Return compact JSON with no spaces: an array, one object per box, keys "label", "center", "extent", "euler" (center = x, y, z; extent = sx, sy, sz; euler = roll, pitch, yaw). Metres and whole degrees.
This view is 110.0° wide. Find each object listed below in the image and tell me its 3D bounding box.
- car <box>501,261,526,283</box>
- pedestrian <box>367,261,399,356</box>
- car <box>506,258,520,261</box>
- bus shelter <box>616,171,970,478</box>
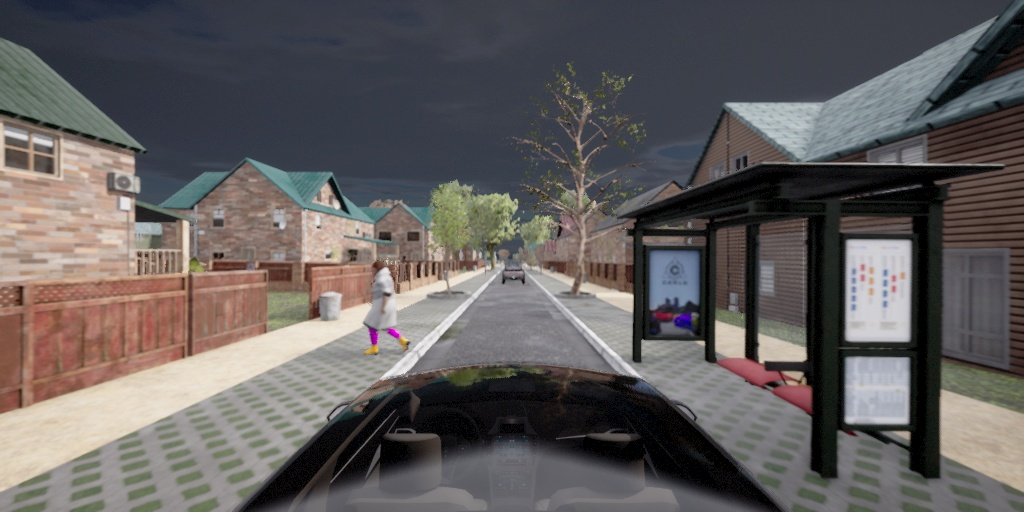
[{"label":"car","center":[0.124,1.465,30.067],"extent":[2.128,1.511,4.902],"euler":[0,0,0]},{"label":"pedestrian","center":[-2.457,0.929,6.831],"extent":[0.375,1.860,0.375],"euler":[-1,0,0]},{"label":"car","center":[0.146,1.329,45.130],"extent":[2.150,2.045,5.566],"euler":[0,0,0]},{"label":"bus shelter","center":[3.013,0.650,5.065],"extent":[1.920,2.740,3.880],"euler":[0,0,0]}]
